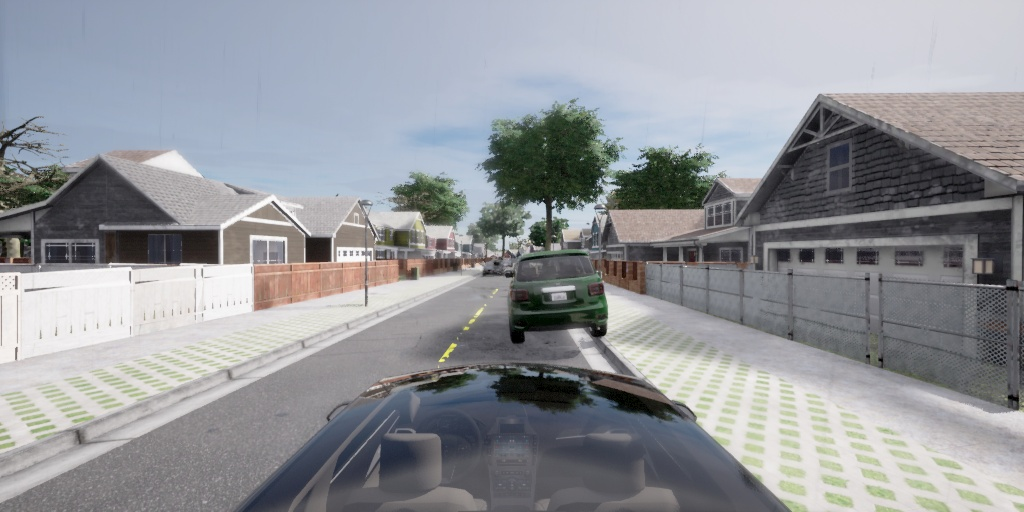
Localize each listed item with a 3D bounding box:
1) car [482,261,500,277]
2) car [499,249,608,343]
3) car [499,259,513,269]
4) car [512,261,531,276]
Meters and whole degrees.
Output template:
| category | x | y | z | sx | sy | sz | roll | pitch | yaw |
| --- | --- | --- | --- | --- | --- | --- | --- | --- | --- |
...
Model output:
| category | x | y | z | sx | sy | sz | roll | pitch | yaw |
| --- | --- | --- | --- | --- | --- | --- | --- | --- | --- |
| car | -1.868 | 1.274 | 35.855 | 1.837 | 1.490 | 4.892 | 0 | 0 | 2 |
| car | 1.015 | 0.897 | 9.763 | 2.150 | 2.045 | 5.566 | -5 | 0 | 2 |
| car | -0.926 | 1.314 | 61.062 | 2.128 | 1.511 | 4.902 | 0 | 0 | 2 |
| car | 1.116 | 1.324 | 39.625 | 2.033 | 1.411 | 5.357 | 0 | 0 | 3 |
